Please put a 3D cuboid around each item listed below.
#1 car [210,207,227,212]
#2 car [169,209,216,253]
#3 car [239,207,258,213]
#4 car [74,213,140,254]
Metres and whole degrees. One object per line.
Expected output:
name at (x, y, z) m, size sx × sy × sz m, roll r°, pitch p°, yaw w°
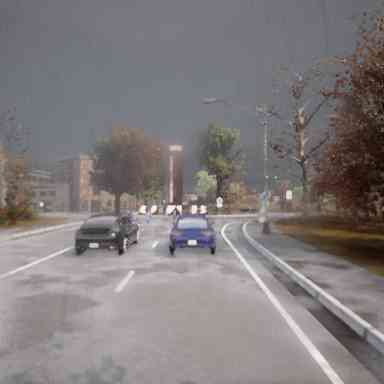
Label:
car at (5.879, 4.353, 82.098) m, size 5.357 × 1.411 × 2.033 m, roll -1°, pitch -3°, yaw 24°
car at (0.037, 1.688, 14.289) m, size 1.812 × 1.442 × 4.674 m, roll 0°, pitch -1°, yaw 1°
car at (13.423, 4.321, 80.636) m, size 4.718 × 1.301 × 1.895 m, roll -3°, pitch -4°, yaw 45°
car at (-3.464, 1.671, 14.244) m, size 1.837 × 1.490 × 4.892 m, roll 0°, pitch -1°, yaw 1°
